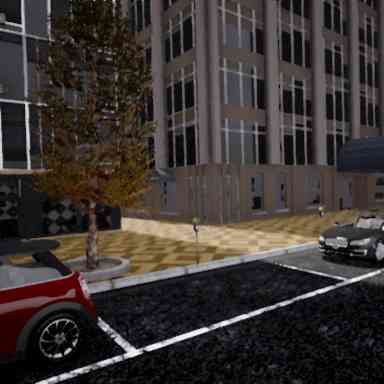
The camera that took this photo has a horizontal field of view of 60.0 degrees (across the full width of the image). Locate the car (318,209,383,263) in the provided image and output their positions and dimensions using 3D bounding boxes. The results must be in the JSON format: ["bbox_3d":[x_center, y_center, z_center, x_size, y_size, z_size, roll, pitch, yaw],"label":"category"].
[{"bbox_3d":[5.851,1.273,10.698,4.403,1.369,2.008,-2,0,-35],"label":"car"}]

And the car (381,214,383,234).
[{"bbox_3d":[6.927,1.240,8.277,4.892,1.490,1.837,-2,1,-35],"label":"car"}]

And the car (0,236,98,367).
[{"bbox_3d":[-3.425,1.454,4.130,4.097,1.590,1.967,-2,1,-35],"label":"car"}]
